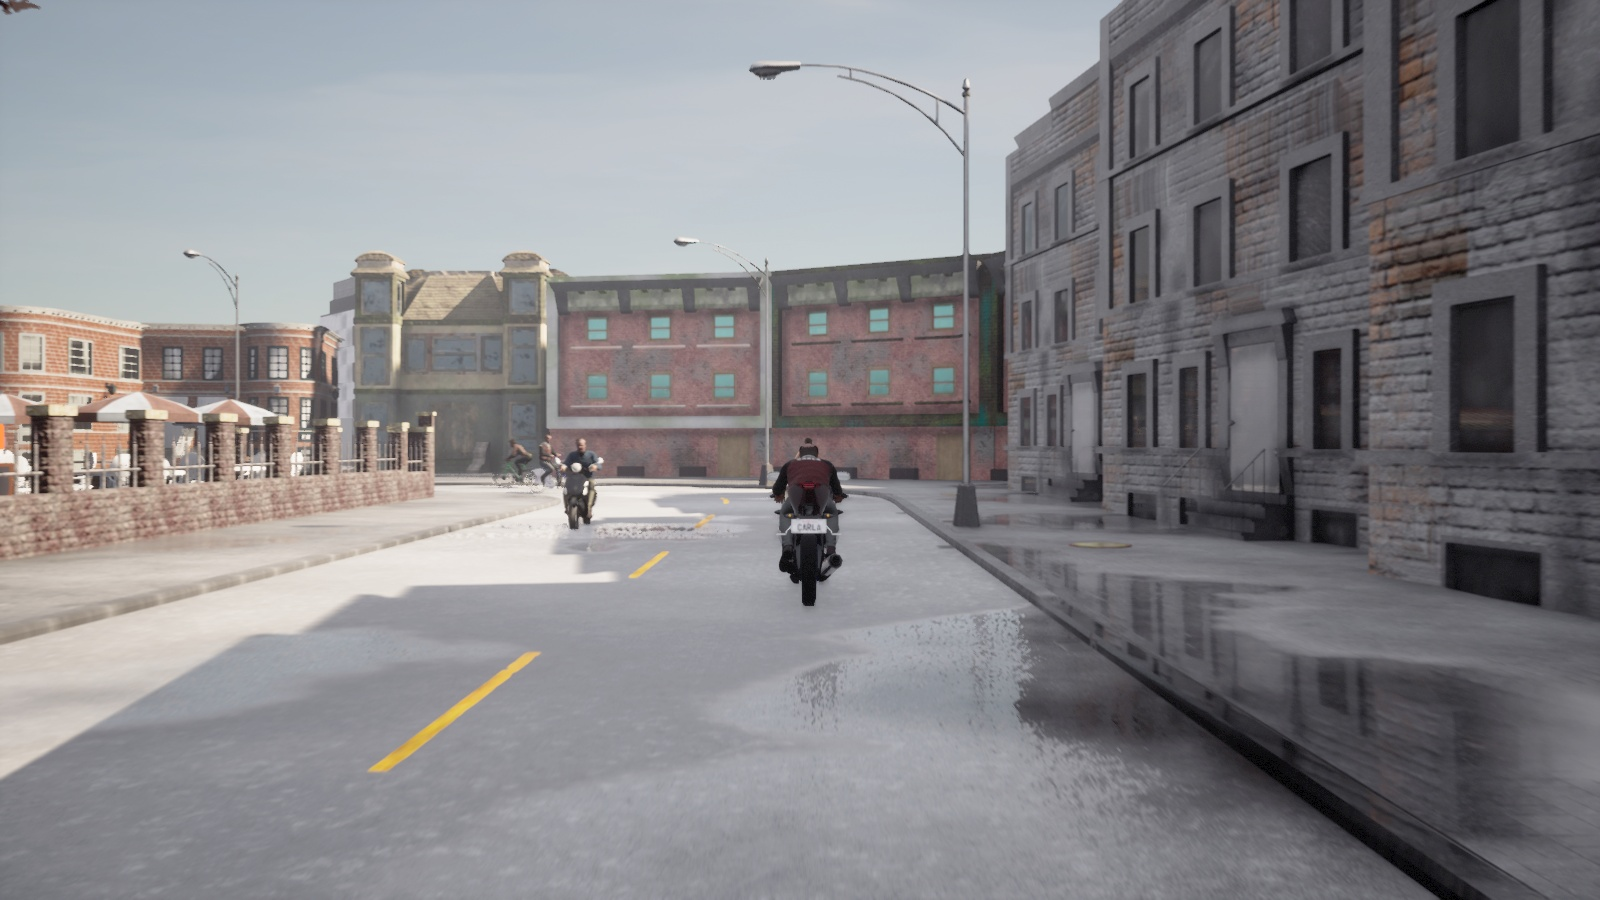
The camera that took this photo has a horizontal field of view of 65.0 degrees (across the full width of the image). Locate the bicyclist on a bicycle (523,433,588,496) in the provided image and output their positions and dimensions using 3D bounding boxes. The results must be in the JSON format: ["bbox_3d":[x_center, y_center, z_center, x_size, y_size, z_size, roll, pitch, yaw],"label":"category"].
[{"bbox_3d":[-7.136,0.406,36.651,1.843,1.776,0.659,0,2,29],"label":"bicyclist on a bicycle"}]

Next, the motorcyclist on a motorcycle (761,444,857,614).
[{"bbox_3d":[0.086,0.711,12.466,0.866,1.530,2.191,0,0,0],"label":"motorcyclist on a motorcycle"}]

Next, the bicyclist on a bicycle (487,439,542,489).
[{"bbox_3d":[-9.454,0.459,41.635,1.656,1.620,0.582,0,1,10],"label":"bicyclist on a bicycle"}]

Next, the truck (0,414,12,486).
[{"bbox_3d":[-29.871,-0.002,42.140,5.204,2.467,2.627,0,0,1],"label":"truck"}]

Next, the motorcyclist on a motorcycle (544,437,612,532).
[{"bbox_3d":[-3.870,0.573,22.031,0.866,1.590,1.817,0,0,0],"label":"motorcyclist on a motorcycle"}]
